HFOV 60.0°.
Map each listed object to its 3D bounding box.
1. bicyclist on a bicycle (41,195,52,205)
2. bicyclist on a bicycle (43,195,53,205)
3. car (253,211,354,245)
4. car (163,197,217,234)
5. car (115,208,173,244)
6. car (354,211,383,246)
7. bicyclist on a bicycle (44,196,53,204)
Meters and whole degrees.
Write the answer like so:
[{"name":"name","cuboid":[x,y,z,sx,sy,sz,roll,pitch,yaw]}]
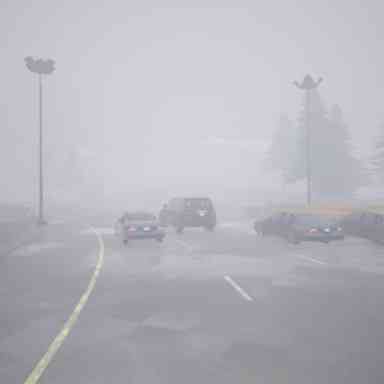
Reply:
[{"name":"bicyclist on a bicycle","cuboid":[-29.556,1.610,67.471,0.582,1.620,1.656,0,-23,24]},{"name":"bicyclist on a bicycle","cuboid":[-29.087,1.606,67.259,0.582,1.620,1.656,-1,-23,22]},{"name":"car","cuboid":[4.852,1.599,15.959,2.033,1.411,5.357,0,0,-15]},{"name":"car","cuboid":[-0.392,1.304,20.431,2.150,2.045,5.566,0,0,-20]},{"name":"car","cuboid":[-2.740,1.640,16.669,2.033,1.411,5.357,0,0,-18]},{"name":"car","cuboid":[8.519,1.579,15.696,2.033,1.411,5.357,0,0,-14]},{"name":"bicyclist on a bicycle","cuboid":[-28.568,1.606,67.015,0.582,1.620,1.656,1,-21,24]}]
